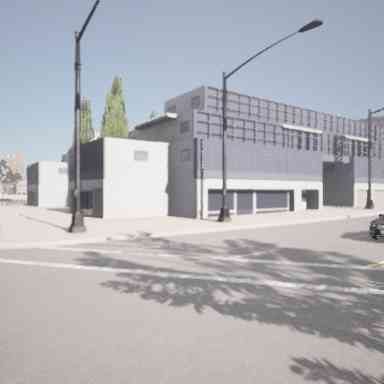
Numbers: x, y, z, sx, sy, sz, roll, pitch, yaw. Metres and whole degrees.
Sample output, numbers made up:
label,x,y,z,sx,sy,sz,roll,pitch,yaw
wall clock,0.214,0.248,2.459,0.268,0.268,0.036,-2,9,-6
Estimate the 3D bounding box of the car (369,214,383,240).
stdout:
label,x,y,z,sx,sy,sz,roll,pitch,yaw
car,10.176,1.428,15.546,4.902,1.511,2.128,0,0,-35
